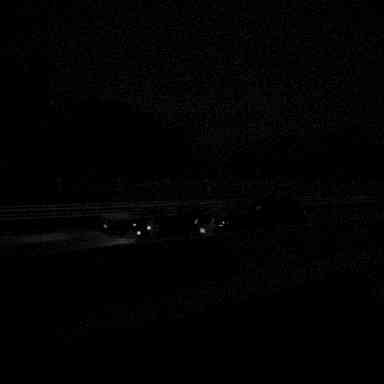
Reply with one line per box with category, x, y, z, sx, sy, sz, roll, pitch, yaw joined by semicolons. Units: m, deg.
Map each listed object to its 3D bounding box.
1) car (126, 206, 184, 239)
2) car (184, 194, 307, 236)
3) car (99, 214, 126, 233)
car;-0.257;1.452;16.713;5.357;1.411;2.033;-1;0;-36
car;2.658;1.115;14.494;5.566;2.045;2.150;-1;0;-36
car;-2.843;1.513;19.167;4.718;1.301;1.895;-1;0;-36
